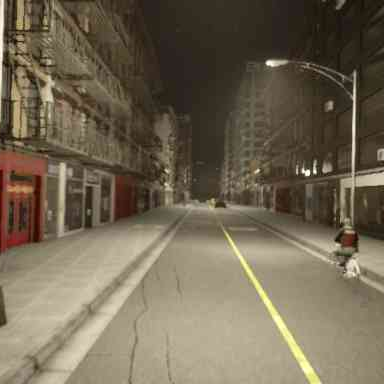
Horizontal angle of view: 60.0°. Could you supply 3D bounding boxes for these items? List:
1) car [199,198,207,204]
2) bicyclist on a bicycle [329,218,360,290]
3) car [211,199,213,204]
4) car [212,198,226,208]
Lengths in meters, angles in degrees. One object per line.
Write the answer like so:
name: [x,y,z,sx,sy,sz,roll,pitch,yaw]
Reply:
car: [2.774,2.272,85.579,1.994,1.385,4.181,2,0,2]
bicyclist on a bicycle: [4.017,1.562,8.848,0.659,1.776,1.843,2,0,2]
car: [5.471,2.208,76.566,1.882,1.535,5.008,2,0,2]
car: [4.975,2.124,58.922,1.812,1.442,4.674,2,0,2]
